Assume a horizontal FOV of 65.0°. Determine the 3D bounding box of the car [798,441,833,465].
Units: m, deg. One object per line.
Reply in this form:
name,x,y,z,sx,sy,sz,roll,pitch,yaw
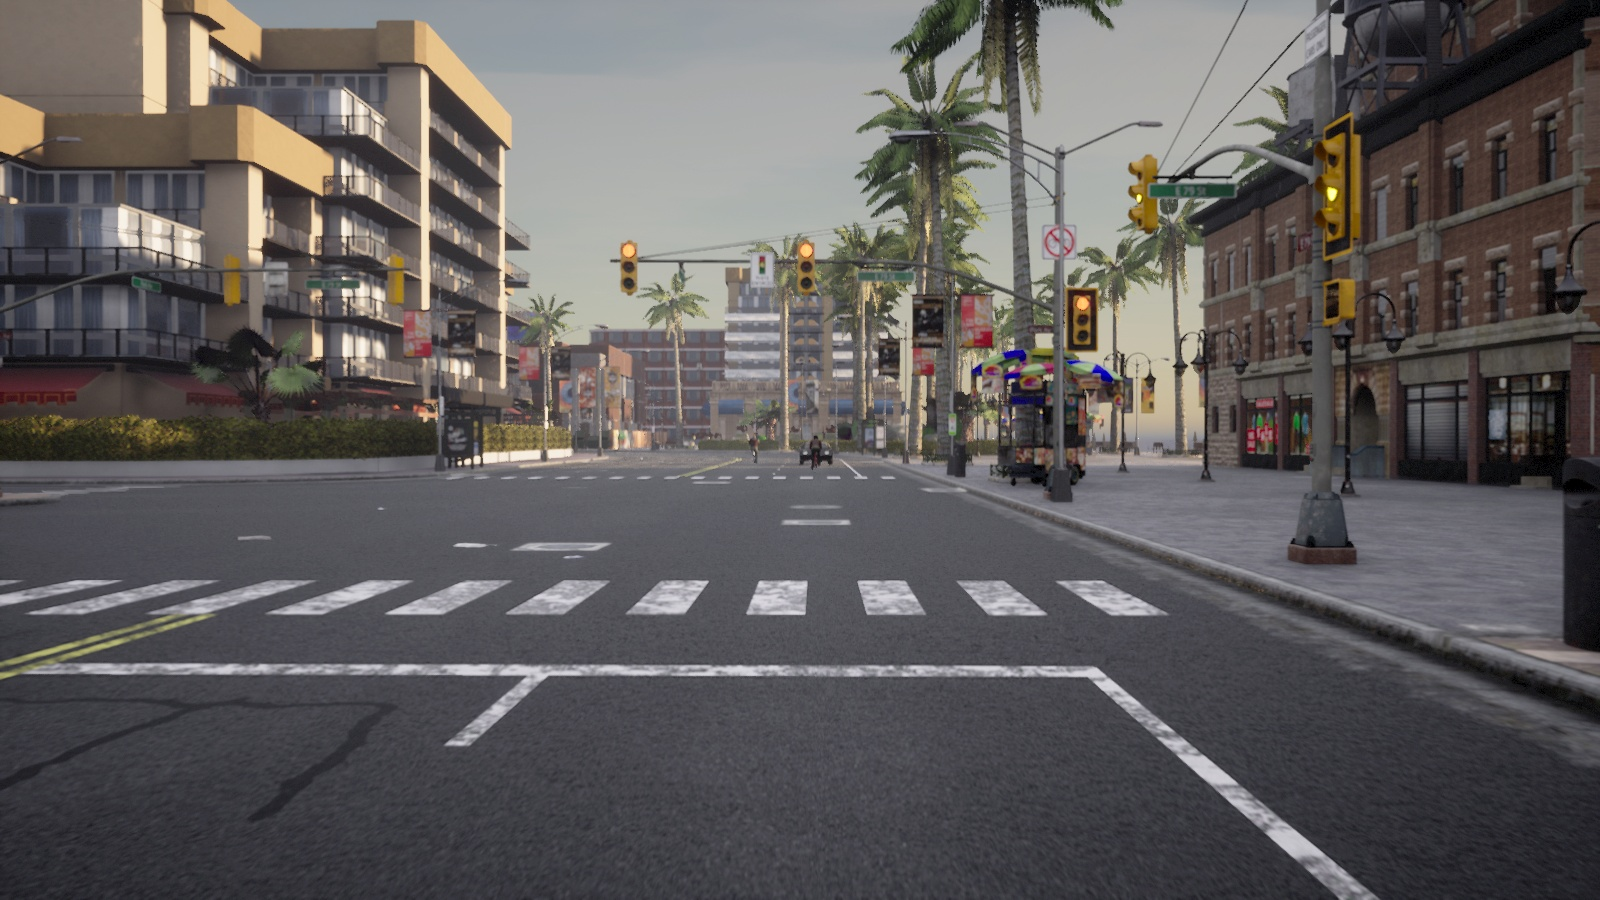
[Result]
car,0.879,0.157,70.715,1.895,1.301,4.718,0,1,0
